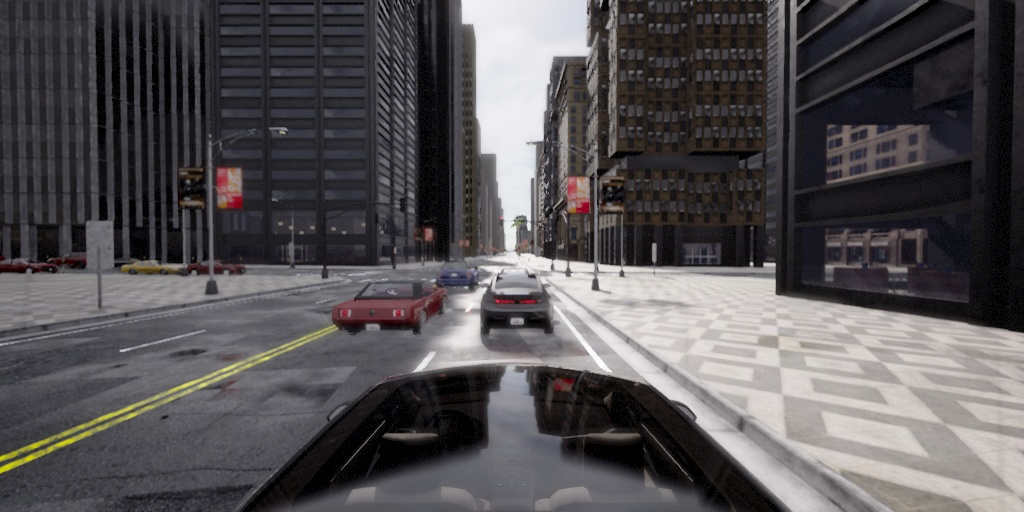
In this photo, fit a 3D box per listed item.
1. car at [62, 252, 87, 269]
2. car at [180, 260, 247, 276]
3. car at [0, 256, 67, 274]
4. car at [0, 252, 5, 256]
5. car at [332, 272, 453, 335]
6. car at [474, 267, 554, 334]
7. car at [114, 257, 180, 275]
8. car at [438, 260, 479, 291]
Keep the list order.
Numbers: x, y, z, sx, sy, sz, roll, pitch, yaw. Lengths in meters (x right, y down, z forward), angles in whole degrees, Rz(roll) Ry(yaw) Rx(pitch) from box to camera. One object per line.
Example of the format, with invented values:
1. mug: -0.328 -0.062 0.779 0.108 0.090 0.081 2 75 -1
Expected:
1. car: -48.497 0.498 40.053 5.009 1.841 2.192 0 0 0
2. car: -25.969 1.050 31.611 4.507 1.381 1.888 0 0 0
3. car: -42.844 0.910 31.549 4.507 1.381 1.888 0 0 0
4. car: -48.469 0.629 31.529 5.009 1.841 2.192 0 0 0
5. car: -3.136 1.320 10.337 1.895 1.301 4.718 0 0 0
6. car: 0.121 1.223 10.496 1.837 1.490 4.892 0 0 0
7. car: -31.424 0.986 31.591 4.829 1.417 1.751 0 0 0
8. car: -3.140 1.028 21.377 2.097 1.767 4.553 0 0 -1
